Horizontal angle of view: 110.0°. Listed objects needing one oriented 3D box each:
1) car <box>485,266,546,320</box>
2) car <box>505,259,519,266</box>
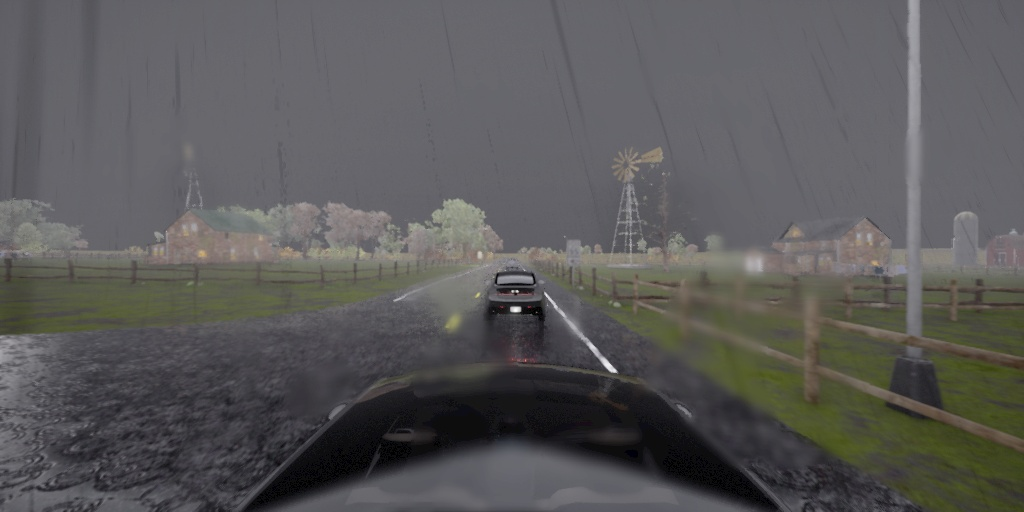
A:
[{"bbox_3d":[0.101,1.252,12.500,1.837,1.490,4.892,0,0,0],"label":"car"},{"bbox_3d":[0.006,1.283,51.887,2.033,1.411,5.357,0,0,0],"label":"car"}]
